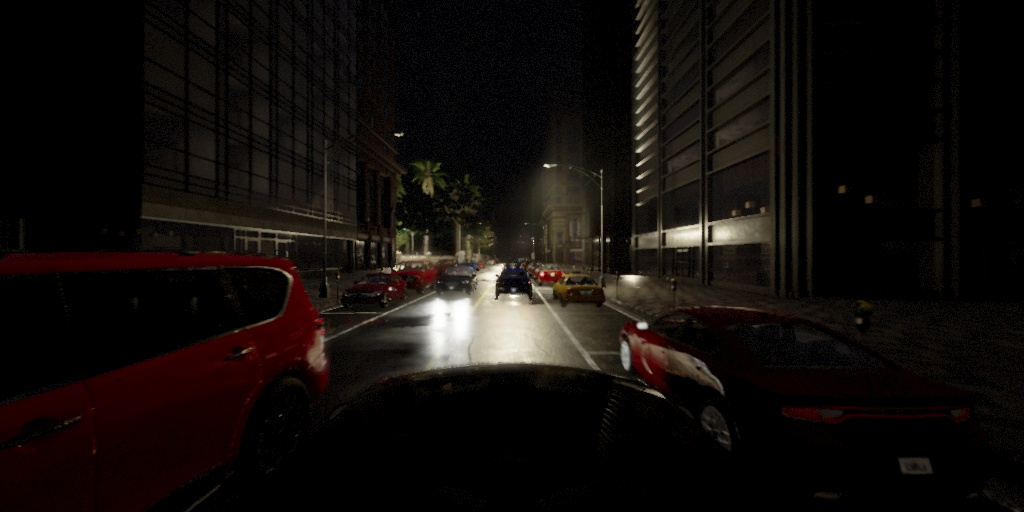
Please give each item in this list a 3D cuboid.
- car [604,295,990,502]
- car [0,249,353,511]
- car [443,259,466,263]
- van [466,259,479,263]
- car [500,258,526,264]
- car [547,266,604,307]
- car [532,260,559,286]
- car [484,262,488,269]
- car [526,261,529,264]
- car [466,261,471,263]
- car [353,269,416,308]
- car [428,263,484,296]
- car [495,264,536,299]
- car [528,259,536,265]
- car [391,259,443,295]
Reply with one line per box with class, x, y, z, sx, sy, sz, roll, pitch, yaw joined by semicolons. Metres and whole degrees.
car;2.764;1.310;4.682;1.888;1.381;4.507;0;0;0
car;-3.086;0.971;1.666;2.150;2.045;5.566;0;0;0
car;-5.754;1.223;31.820;2.192;1.841;5.009;0;0;0
van;-5.750;1.341;48.098;1.690;1.789;3.998;0;0;0
car;0.108;1.307;39.841;2.097;1.767;4.553;0;0;0
car;2.767;1.346;15.701;1.751;1.417;4.829;0;0;0
car;2.770;1.319;26.381;1.967;1.591;4.097;0;0;0
car;-5.746;1.672;64.376;1.802;1.307;4.207;0;0;0
car;2.772;1.485;37.231;1.888;1.381;4.507;0;0;0
car;-5.752;1.484;37.245;1.888;1.381;4.507;0;0;0
car;-5.758;1.402;15.543;1.802;1.307;4.207;0;0;0
car;-3.003;1.338;20.337;2.128;1.511;4.902;0;0;0
car;0.087;1.363;18.712;1.812;1.442;4.674;0;0;0
car;2.771;1.349;31.806;1.967;1.591;4.097;0;0;0
car;-5.757;1.164;20.968;2.192;1.841;5.009;0;0;0
